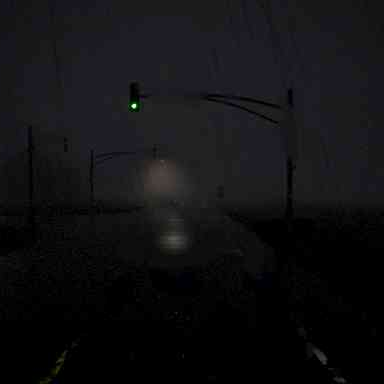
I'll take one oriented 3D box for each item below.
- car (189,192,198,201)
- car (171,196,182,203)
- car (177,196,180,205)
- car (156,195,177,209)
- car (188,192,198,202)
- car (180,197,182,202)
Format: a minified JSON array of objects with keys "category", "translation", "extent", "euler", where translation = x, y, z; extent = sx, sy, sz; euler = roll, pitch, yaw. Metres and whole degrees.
[{"category":"car","translation":[0.311,1.133,85.809],"extent":[2.150,2.045,5.566],"euler":[0,0,0]},{"category":"car","translation":[-3.243,1.491,70.834],"extent":[1.994,1.385,4.181],"euler":[0,0,0]},{"category":"car","translation":[-3.399,1.319,52.273],"extent":[2.097,1.767,4.553],"euler":[0,0,0]},{"category":"car","translation":[-3.432,1.329,43.492],"extent":[2.097,1.767,4.553],"euler":[0,0,0]},{"category":"car","translation":[0.275,1.285,75.595],"extent":[2.097,1.767,4.553],"euler":[0,0,0]},{"category":"car","translation":[-3.349,1.480,61.089],"extent":[1.812,1.442,4.674],"euler":[0,0,1]}]
